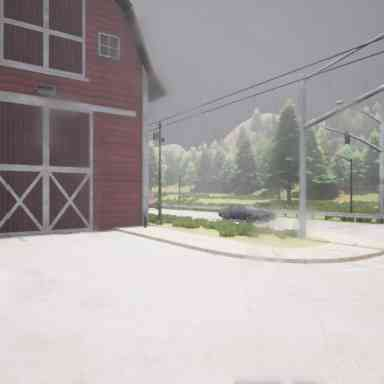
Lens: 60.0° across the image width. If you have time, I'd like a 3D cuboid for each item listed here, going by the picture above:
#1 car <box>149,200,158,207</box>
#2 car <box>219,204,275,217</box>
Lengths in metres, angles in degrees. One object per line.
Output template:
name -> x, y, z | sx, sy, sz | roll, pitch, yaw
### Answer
car -> -6.523, 1.852, 49.614 | 1.812, 1.442, 4.674 | 0, 0, -34
car -> 4.355, 1.733, 27.304 | 2.033, 1.411, 5.357 | 0, 0, -34
